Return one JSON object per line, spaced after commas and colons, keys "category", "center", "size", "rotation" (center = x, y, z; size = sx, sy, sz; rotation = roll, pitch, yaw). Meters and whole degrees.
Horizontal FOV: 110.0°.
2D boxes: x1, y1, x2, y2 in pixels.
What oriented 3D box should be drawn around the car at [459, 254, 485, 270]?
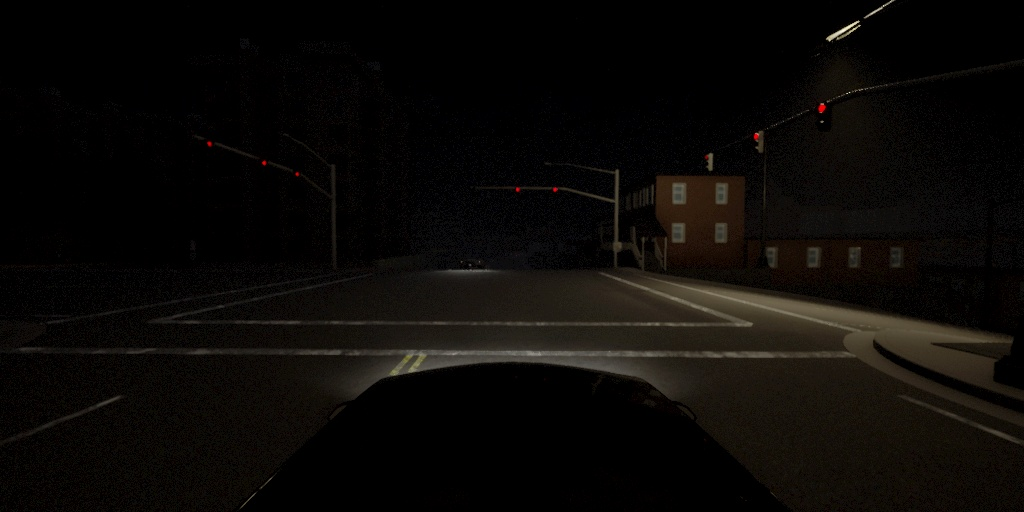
{"category": "car", "center": [-3.454, 0.538, 31.628], "size": [1.812, 1.442, 4.674], "rotation": [0, -2, -1]}
